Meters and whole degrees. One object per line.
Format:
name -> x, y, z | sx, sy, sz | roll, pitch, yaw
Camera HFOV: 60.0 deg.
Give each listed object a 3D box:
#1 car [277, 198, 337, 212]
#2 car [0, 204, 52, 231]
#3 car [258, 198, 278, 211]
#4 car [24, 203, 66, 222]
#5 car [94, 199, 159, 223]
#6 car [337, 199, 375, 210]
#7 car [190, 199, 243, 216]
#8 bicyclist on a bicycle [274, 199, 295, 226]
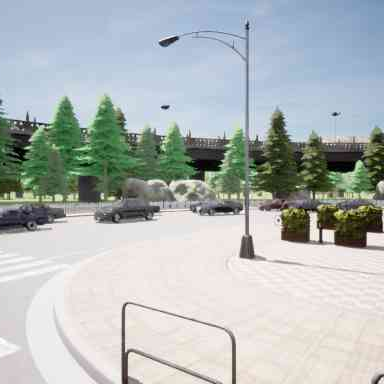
car -> 12.450, 1.492, 36.110 | 5.357, 1.411, 2.033 | 0, 0, -12
car -> -10.533, 1.545, 18.200 | 1.895, 1.301, 4.718 | 0, 0, 36
car -> 9.958, 1.470, 38.811 | 4.674, 1.442, 1.812 | 0, 0, -15
car -> -11.410, 1.492, 22.732 | 2.033, 1.411, 5.357 | 0, 0, 37
car -> -5.075, 1.297, 25.061 | 2.097, 1.767, 4.553 | 0, 0, 41
car -> 19.734, 1.509, 40.189 | 4.181, 1.385, 1.994 | 0, 0, 0
car -> 2.673, 1.436, 31.952 | 4.902, 1.511, 2.128 | 0, 0, -30
bicyclist on a bicycle -> 5.535, 1.245, 19.605 | 0.582, 1.620, 1.656 | 0, 0, -44
